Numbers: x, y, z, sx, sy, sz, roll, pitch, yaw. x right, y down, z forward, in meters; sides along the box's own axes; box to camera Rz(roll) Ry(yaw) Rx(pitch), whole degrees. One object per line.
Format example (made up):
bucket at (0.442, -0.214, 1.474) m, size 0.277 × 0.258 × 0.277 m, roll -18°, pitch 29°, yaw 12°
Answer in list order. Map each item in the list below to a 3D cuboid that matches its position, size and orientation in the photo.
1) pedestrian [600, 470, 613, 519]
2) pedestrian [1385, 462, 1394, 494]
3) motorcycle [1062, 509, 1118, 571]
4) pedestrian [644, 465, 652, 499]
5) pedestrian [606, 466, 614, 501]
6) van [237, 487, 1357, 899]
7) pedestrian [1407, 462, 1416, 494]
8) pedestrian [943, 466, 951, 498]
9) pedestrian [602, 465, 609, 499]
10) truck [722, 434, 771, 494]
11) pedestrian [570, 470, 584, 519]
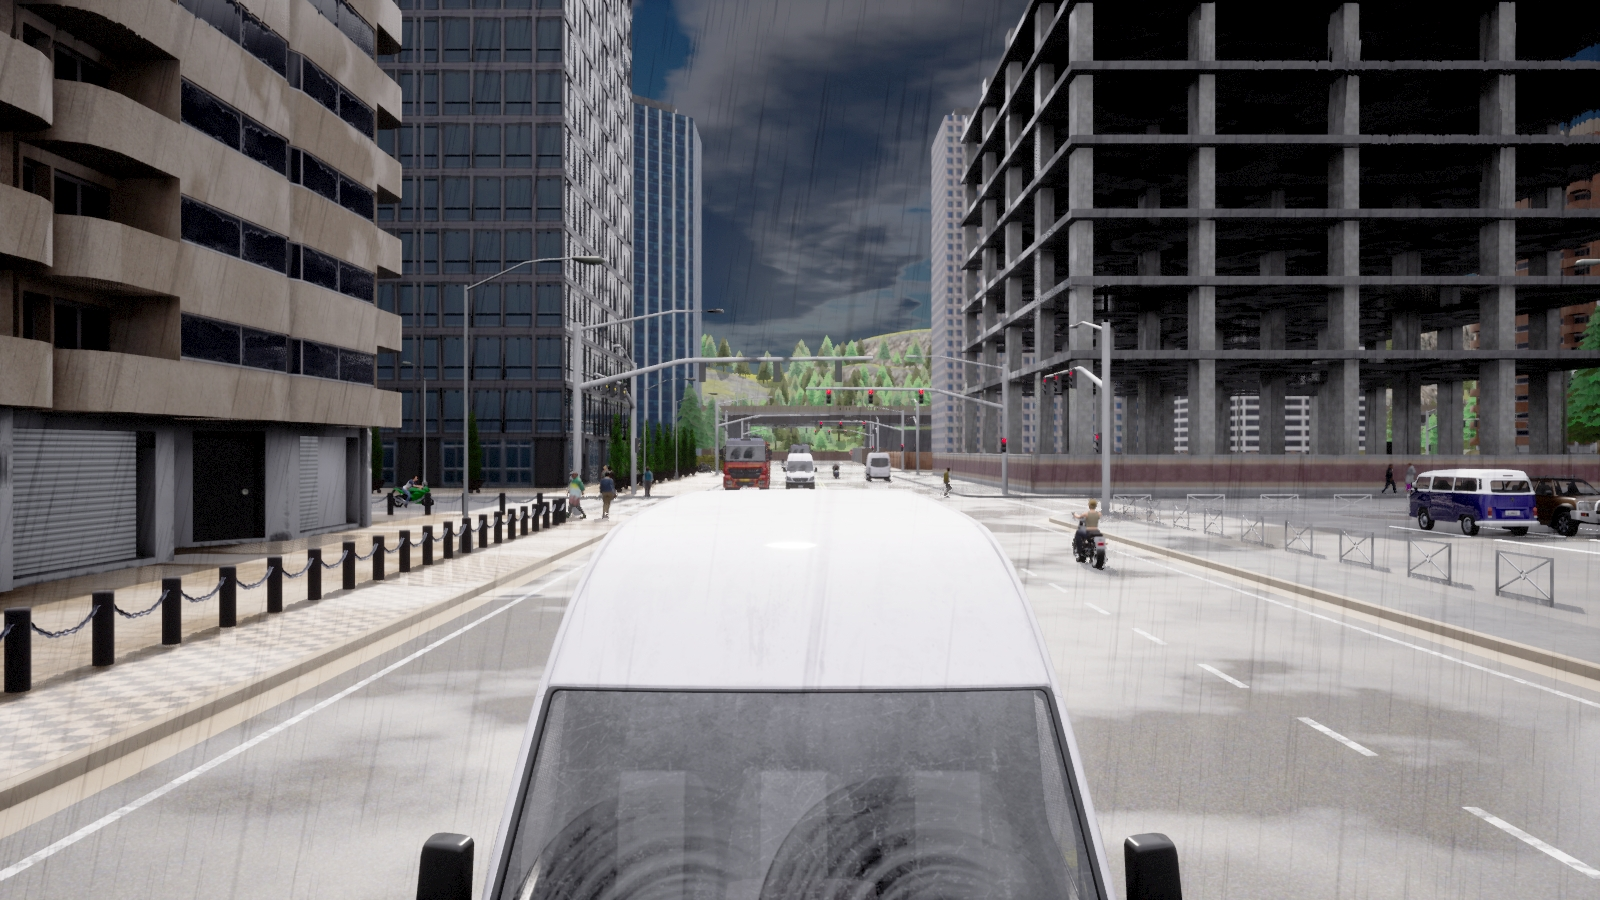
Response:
pedestrian at (-7.383, 1.697, 43.571) m, size 0.375 × 1.860 × 0.375 m, roll 0°, pitch 0°, yaw 11°
pedestrian at (34.287, 1.641, 66.434) m, size 0.375 × 1.860 × 0.375 m, roll 0°, pitch 0°, yaw 8°
motorcycle at (7.001, 2.155, 27.733) m, size 0.764 × 1.307 × 2.356 m, roll 0°, pitch 0°, yaw 0°
pedestrian at (-8.533, 1.795, 64.042) m, size 0.375 × 1.860 × 0.375 m, roll 0°, pitch 0°, yaw 1°
pedestrian at (-10.223, 1.793, 61.537) m, size 0.375 × 1.860 × 0.375 m, roll 0°, pitch 0°, yaw -16°
van at (-0.002, 1.534, 4.985) m, size 1.988 × 2.561 × 5.915 m, roll 0°, pitch 0°, yaw 0°
pedestrian at (35.802, 1.642, 66.917) m, size 0.375 × 1.860 × 0.375 m, roll 0°, pitch 0°, yaw 10°
pedestrian at (8.618, 1.846, 66.949) m, size 0.375 × 1.860 × 0.375 m, roll 0°, pitch 0°, yaw -3°
pedestrian at (-10.896, 1.793, 64.034) m, size 0.375 × 1.860 × 0.375 m, roll 0°, pitch 0°, yaw -13°
truck at (-3.496, 0.891, 77.013) m, size 2.891 × 3.827 × 8.468 m, roll 0°, pitch 0°, yaw 0°
pedestrian at (-8.517, 1.696, 43.591) m, size 0.375 × 1.860 × 0.375 m, roll 0°, pitch 0°, yaw 44°
